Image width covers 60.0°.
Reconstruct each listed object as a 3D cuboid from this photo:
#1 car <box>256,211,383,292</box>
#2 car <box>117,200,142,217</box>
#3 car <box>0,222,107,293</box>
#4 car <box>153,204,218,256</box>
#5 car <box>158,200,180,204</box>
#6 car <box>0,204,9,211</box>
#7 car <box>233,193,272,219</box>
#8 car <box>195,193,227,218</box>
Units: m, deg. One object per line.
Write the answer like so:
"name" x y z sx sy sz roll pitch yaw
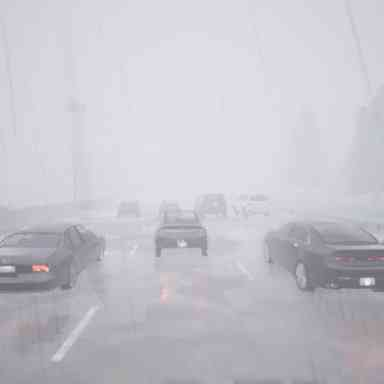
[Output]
"car" 3.279 1.474 8.846 1.837 1.490 4.892 0 0 -3
"car" -5.577 1.421 30.005 2.128 1.511 4.902 0 0 -6
"car" -3.697 1.530 8.933 2.033 1.411 5.357 0 0 -3
"car" -0.469 1.457 13.029 2.128 1.511 4.902 0 0 -4
"car" -2.044 1.414 29.868 2.128 1.511 4.902 0 0 -6
"car" -15.837 1.508 25.436 2.033 1.411 5.357 0 0 -6
"car" 5.123 1.134 28.698 2.150 2.045 5.566 0 0 -6
"car" 1.587 1.140 28.855 2.150 2.045 5.566 0 0 -6
